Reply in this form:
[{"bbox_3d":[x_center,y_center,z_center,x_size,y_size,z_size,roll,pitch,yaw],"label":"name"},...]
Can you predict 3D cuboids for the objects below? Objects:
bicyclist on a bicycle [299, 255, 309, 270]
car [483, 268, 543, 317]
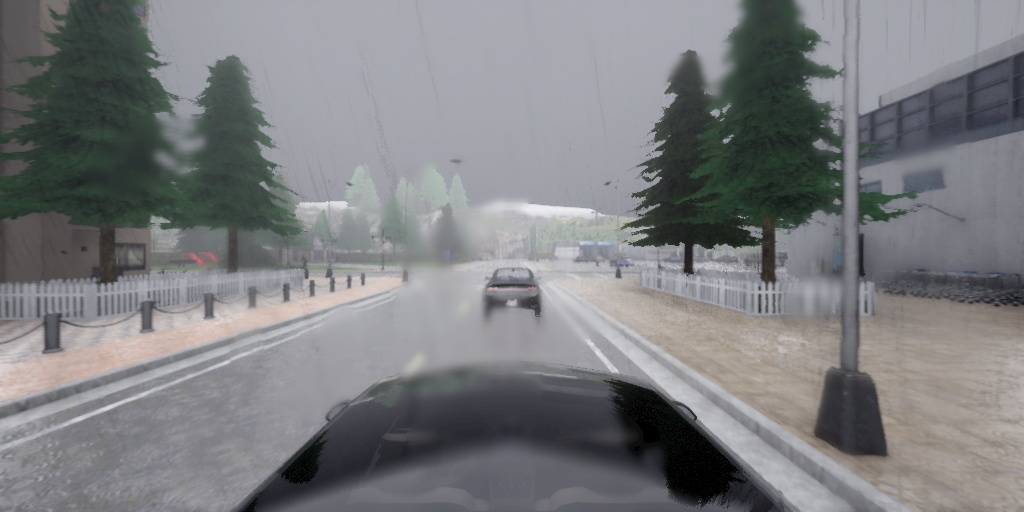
[{"bbox_3d":[-21.794,0.761,37.554,0.582,1.620,1.656,0,1,1],"label":"bicyclist on a bicycle"},{"bbox_3d":[0.052,1.158,12.672,2.128,1.511,4.902,0,0,0],"label":"car"}]
